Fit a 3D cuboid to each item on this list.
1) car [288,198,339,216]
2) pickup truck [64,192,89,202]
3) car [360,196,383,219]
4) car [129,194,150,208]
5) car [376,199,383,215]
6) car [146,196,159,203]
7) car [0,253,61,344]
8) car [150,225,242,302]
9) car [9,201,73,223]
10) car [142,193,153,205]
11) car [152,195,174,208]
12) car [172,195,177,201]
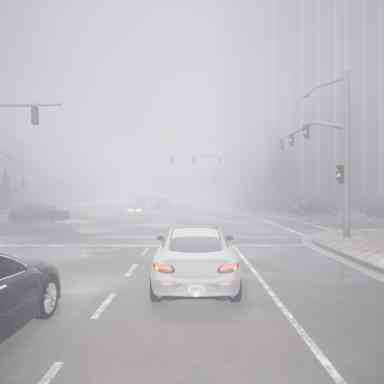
[{"bbox_3d":[11.769,1.352,32.417,4.553,1.767,2.097,0,0,0],"label":"car"},{"bbox_3d":[-24.665,1.058,70.172,2.390,2.098,6.274,0,0,30],"label":"pickup truck"},{"bbox_3d":[17.708,1.221,28.962,5.566,2.045,2.150,0,0,0],"label":"car"},{"bbox_3d":[-7.825,1.491,47.883,2.128,1.511,4.902,0,0,-1],"label":"car"},{"bbox_3d":[20.994,1.478,32.484,5.008,1.535,1.882,0,0,0],"label":"car"},{"bbox_3d":[-8.018,1.564,67.894,1.994,1.385,4.181,0,0,0],"label":"car"},{"bbox_3d":[-3.436,1.505,4.472,1.837,1.490,4.892,0,0,0],"label":"car"},{"bbox_3d":[0.077,1.526,8.122,1.812,1.442,4.674,0,0,0],"label":"car"},{"bbox_3d":[-11.412,1.564,25.040,4.181,1.385,1.994,0,0,0],"label":"car"},{"bbox_3d":[-7.949,1.221,57.775,2.150,2.045,5.566,0,0,-1],"label":"car"},{"bbox_3d":[-4.053,1.547,47.238,2.033,1.411,5.357,0,0,-1],"label":"car"},{"bbox_3d":[-4.702,1.524,81.548,1.812,1.442,4.674,0,0,-1],"label":"car"}]
